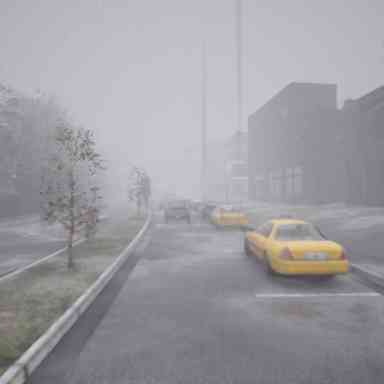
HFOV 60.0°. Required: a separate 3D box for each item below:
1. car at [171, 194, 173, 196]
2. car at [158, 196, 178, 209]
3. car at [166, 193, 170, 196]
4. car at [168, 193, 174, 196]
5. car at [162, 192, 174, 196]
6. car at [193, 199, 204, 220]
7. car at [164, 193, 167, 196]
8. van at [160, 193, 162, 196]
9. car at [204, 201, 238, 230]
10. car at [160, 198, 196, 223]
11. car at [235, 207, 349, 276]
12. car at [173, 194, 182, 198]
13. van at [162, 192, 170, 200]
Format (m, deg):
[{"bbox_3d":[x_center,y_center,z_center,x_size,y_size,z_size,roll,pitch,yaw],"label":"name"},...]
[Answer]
[{"bbox_3d":[-1.894,1.484,54.295,2.002,1.452,4.674,0,0,-8],"label":"car"},{"bbox_3d":[-3.267,1.545,42.762,1.994,1.385,4.181,0,0,-8],"label":"car"},{"bbox_3d":[-3.449,1.448,65.278,2.002,1.452,4.674,0,0,-8],"label":"car"},{"bbox_3d":[-2.677,1.457,59.816,2.163,1.488,4.792,0,0,-8],"label":"car"},{"bbox_3d":[-5.007,1.109,76.291,2.435,2.045,5.566,0,0,-8],"label":"car"},{"bbox_3d":[1.583,1.516,28.386,2.163,1.488,4.792,0,0,-5],"label":"car"},{"bbox_3d":[-4.232,1.416,70.802,2.163,1.488,4.792,0,0,-8],"label":"car"},{"bbox_3d":[-6.576,1.076,87.361,1.878,1.987,4.442,0,0,-8],"label":"van"},{"bbox_3d":[2.203,1.484,21.372,1.946,1.575,5.366,0,0,-4],"label":"car"},{"bbox_3d":[-1.188,1.494,25.379,2.128,1.511,4.902,0,0,-5],"label":"car"},{"bbox_3d":[2.849,1.481,10.373,1.946,1.575,5.366,0,0,-2],"label":"car"},{"bbox_3d":[-1.116,1.459,48.799,2.231,1.521,4.892,0,0,-8],"label":"car"},{"bbox_3d":[-7.353,1.041,92.853,1.878,1.987,4.442,0,0,-8],"label":"van"}]
